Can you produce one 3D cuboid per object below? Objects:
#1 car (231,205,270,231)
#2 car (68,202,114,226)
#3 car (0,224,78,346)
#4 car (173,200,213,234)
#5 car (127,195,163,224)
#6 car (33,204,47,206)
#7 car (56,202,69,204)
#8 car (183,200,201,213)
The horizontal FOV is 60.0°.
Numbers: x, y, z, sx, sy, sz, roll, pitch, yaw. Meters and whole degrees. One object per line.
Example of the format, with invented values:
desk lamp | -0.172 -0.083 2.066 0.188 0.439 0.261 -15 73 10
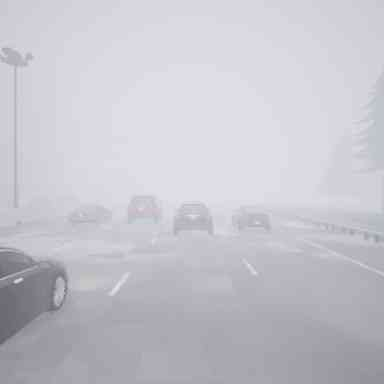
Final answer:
car | 3.558 1.521 20.510 1.812 1.442 4.674 0 0 0
car | -6.948 1.551 23.307 2.033 1.411 5.357 0 0 0
car | -3.407 1.507 4.812 1.837 1.490 4.892 0 0 0
car | 0.060 1.350 19.188 2.097 1.767 4.553 0 0 0
car | -3.454 1.222 25.242 2.150 2.045 5.566 0 0 0
car | -21.179 1.503 46.132 2.128 1.511 4.902 0 0 0
car | -17.680 1.362 46.800 2.097 1.767 4.553 0 0 0
car | 0.012 1.598 38.175 1.895 1.301 4.718 0 0 0
